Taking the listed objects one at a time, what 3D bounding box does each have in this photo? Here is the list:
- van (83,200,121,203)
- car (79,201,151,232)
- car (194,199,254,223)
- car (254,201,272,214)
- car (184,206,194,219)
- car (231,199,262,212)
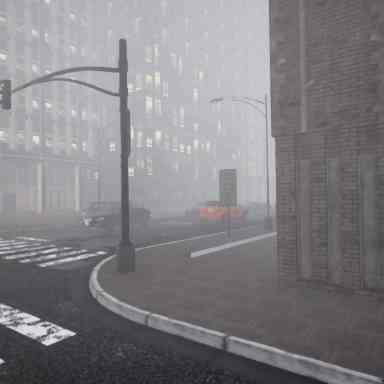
[{"bbox_3d":[-6.008,1.460,23.498,1.690,1.788,3.998,-2,-1,36],"label":"van"},{"bbox_3d":[-4.633,1.558,20.983,2.128,1.511,4.902,-1,-1,34],"label":"car"},{"bbox_3d":[2.560,1.371,25.528,2.097,1.767,4.553,-1,-1,36],"label":"car"},{"bbox_3d":[7.255,1.707,37.514,1.895,1.301,4.718,-1,-1,36],"label":"car"},{"bbox_3d":[1.298,1.563,29.228,1.882,1.535,5.008,-1,-1,36],"label":"car"},{"bbox_3d":[6.839,1.689,41.399,1.752,1.417,4.829,-2,-1,36],"label":"car"}]
